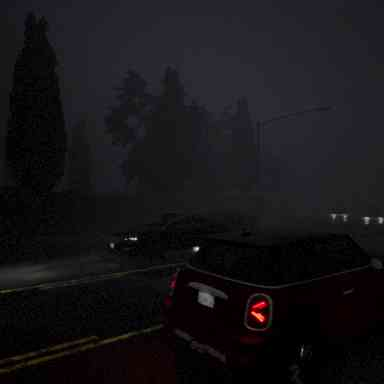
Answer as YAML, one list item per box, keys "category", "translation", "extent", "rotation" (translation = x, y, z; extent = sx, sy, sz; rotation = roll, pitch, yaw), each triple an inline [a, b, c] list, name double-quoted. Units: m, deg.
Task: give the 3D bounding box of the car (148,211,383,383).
- category: "car"
  translation: [1.837, 1.366, 5.445]
  extent: [4.553, 1.767, 2.097]
  rotation: [0, 0, -38]

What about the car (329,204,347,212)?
- category: "car"
  translation: [22.002, 2.583, 50.285]
  extent: [1.812, 1.442, 4.674]
  rotation: [0, -1, 14]

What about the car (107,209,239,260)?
- category: "car"
  translation: [-0.760, 1.526, 12.564]
  extent: [4.902, 1.511, 2.128]
  rotation: [1, 0, -41]

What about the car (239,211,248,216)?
- category: "car"
  translation: [1.716, 1.683, 19.362]
  extent: [5.357, 1.411, 2.033]
  rotation: [2, -1, -44]

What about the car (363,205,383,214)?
- category: "car"
  translation: [22.863, 2.402, 42.136]
  extent: [1.812, 1.442, 4.674]
  rotation: [0, -1, 23]
